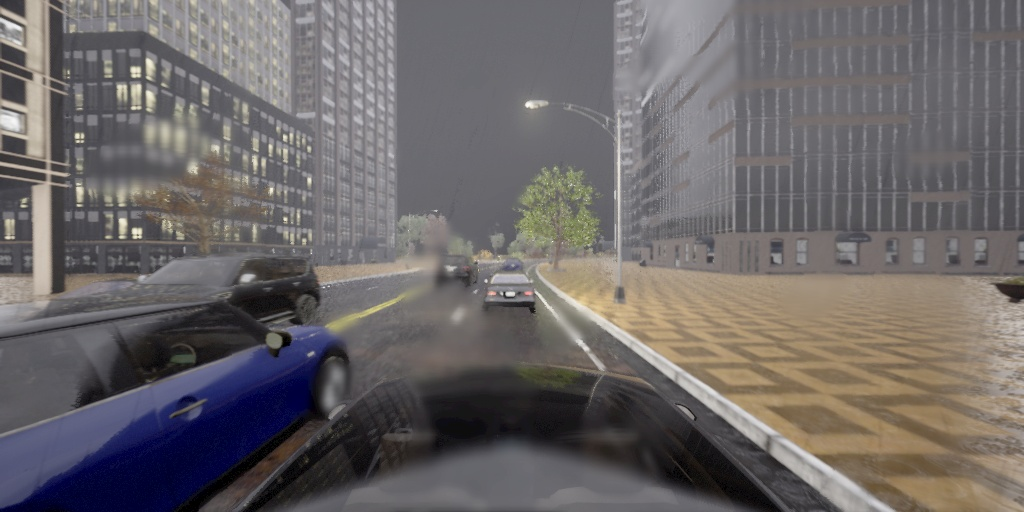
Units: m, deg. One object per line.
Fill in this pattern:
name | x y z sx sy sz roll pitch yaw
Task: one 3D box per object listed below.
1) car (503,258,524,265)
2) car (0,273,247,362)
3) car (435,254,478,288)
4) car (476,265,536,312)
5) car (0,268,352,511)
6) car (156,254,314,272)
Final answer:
car | 0.171 0.974 38.068 2.097 1.767 4.553 0 0 2
car | -9.946 1.286 9.465 2.033 1.411 5.357 0 0 -1
car | -3.434 0.900 22.983 2.150 2.045 5.566 0 0 0
car | -0.099 1.252 13.967 2.033 1.411 5.357 0 0 -1
car | -3.197 1.103 2.988 2.097 1.767 4.553 0 0 0
car | -6.676 0.959 8.379 2.150 2.045 5.566 0 0 -1
